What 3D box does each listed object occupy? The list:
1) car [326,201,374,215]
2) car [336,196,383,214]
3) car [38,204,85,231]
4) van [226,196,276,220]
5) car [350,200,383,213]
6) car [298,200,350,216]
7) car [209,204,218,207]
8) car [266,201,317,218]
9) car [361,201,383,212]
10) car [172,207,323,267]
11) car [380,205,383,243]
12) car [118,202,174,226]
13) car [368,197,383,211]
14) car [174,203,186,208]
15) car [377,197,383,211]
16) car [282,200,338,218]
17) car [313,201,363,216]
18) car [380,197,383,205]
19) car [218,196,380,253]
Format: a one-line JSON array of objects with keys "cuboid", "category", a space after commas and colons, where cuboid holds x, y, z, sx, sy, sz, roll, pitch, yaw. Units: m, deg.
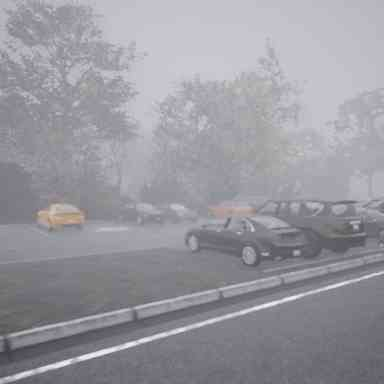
[{"cuboid": [18.985, 1.840, 40.082, 2.163, 1.488, 4.792, 1, 0, -36], "category": "car"}, {"cuboid": [21.285, 1.593, 41.656, 2.435, 2.045, 5.566, 1, 0, -36], "category": "car"}, {"cuboid": [-8.199, 1.477, 20.649, 2.097, 1.535, 5.008, 0, 0, -35], "category": "car"}, {"cuboid": [5.337, 1.387, 30.440, 1.878, 1.987, 4.442, 1, 0, -35], "category": "van"}, {"cuboid": [23.536, 1.882, 43.293, 2.097, 1.535, 5.008, 1, -1, -36], "category": "car"}, {"cuboid": [14.474, 1.744, 36.815, 2.097, 1.535, 5.008, 1, 0, -36], "category": "car"}, {"cuboid": [3.158, 1.458, 28.705, 2.185, 1.767, 4.553, 1, 0, -35], "category": "car"}, {"cuboid": [9.939, 1.719, 33.579, 2.002, 1.452, 4.674, 1, 0, -36], "category": "car"}, {"cuboid": [25.698, 1.958, 44.842, 2.002, 1.452, 4.674, 1, -1, -36], "category": "car"}, {"cuboid": [1.637, 1.494, 11.595, 2.231, 1.521, 4.892, 0, 0, -35], "category": "car"}, {"cuboid": [8.477, 1.557, 16.480, 2.231, 1.521, 4.892, 1, 0, -35], "category": "car"}, {"cuboid": [-3.669, 1.509, 23.886, 2.097, 1.535, 5.008, 0, 0, -35], "category": "car"}, {"cuboid": [28.083, 1.708, 46.513, 2.435, 2.045, 5.566, 1, -1, -36], "category": "car"}, {"cuboid": [-1.397, 1.571, 25.500, 2.002, 1.452, 4.674, 1, 0, -35], "category": "car"}, {"cuboid": [30.247, 1.748, 48.061, 2.435, 2.045, 5.566, 1, -1, -36], "category": "car"}, {"cuboid": [12.312, 1.709, 35.049, 1.946, 1.575, 5.366, 1, 0, -36], "category": "car"}, {"cuboid": [16.753, 1.807, 38.415, 2.163, 1.488, 4.792, 1, 0, -36], "category": "car"}, {"cuboid": [10.750, 1.333, 18.128, 2.435, 2.045, 5.566, 1, 0, -35], "category": "car"}, {"cuboid": [3.901, 1.259, 13.248, 2.435, 2.045, 5.566, 1, 0, -35], "category": "car"}]
